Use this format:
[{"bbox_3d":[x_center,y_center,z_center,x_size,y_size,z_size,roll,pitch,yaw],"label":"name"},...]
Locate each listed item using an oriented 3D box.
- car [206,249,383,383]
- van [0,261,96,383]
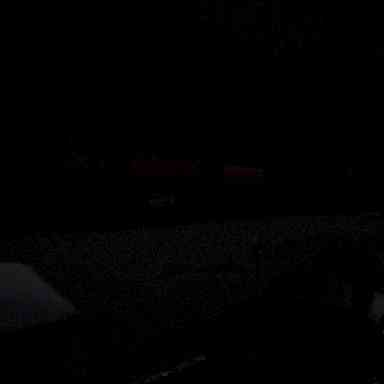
[{"bbox_3d":[2.186,1.531,4.357,4.313,1.339,1.947,-1,1,-35],"label":"car"},{"bbox_3d":[-2.328,1.351,1.135,3.998,1.788,1.690,0,1,-36],"label":"van"}]
